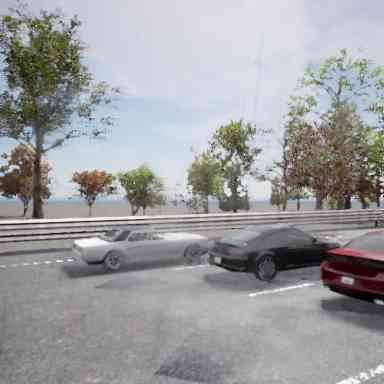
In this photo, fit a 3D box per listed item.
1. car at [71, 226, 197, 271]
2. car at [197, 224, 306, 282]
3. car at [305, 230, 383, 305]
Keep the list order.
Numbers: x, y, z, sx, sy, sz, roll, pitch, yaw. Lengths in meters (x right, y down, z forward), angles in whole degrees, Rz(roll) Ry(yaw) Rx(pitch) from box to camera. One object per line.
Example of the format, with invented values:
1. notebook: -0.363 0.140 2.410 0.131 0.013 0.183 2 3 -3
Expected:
1. car: -1.711 1.878 11.926 4.718 1.301 1.895 0 -2 -29
2. car: 2.717 1.739 10.391 4.674 1.442 1.812 0 -2 -29
3. car: 5.235 1.614 7.789 5.008 1.535 1.882 0 -2 -29
